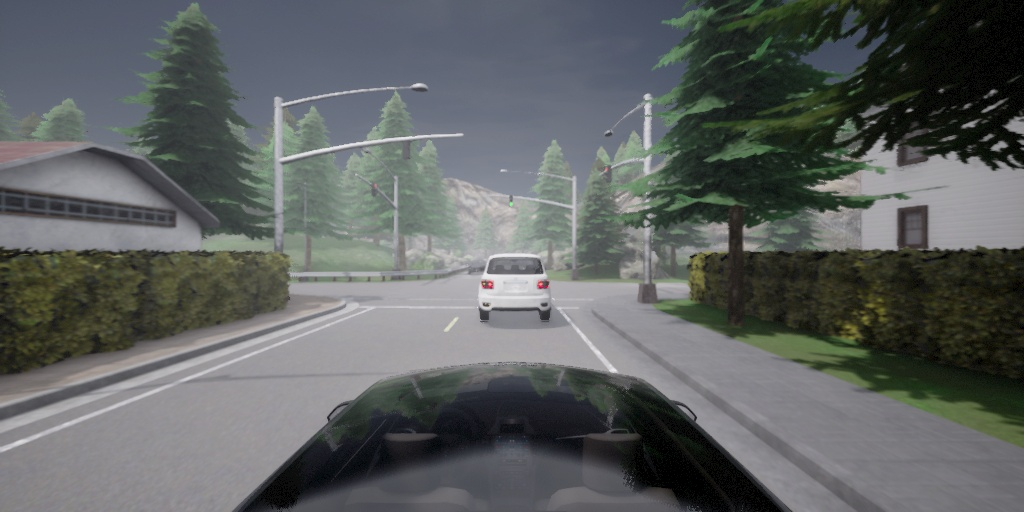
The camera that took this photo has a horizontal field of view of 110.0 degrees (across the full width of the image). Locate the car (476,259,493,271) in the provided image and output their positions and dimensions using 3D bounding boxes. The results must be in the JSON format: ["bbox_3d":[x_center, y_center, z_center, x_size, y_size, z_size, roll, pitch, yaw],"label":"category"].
[{"bbox_3d":[-3.603,1.163,47.792,1.812,1.442,4.674,0,0,0],"label":"car"}]

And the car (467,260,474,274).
[{"bbox_3d":[-3.603,1.164,38.556,1.837,1.490,4.892,0,0,0],"label":"car"}]

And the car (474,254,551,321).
[{"bbox_3d":[0.042,0.945,12.488,2.150,2.045,5.566,0,0,-1],"label":"car"}]
